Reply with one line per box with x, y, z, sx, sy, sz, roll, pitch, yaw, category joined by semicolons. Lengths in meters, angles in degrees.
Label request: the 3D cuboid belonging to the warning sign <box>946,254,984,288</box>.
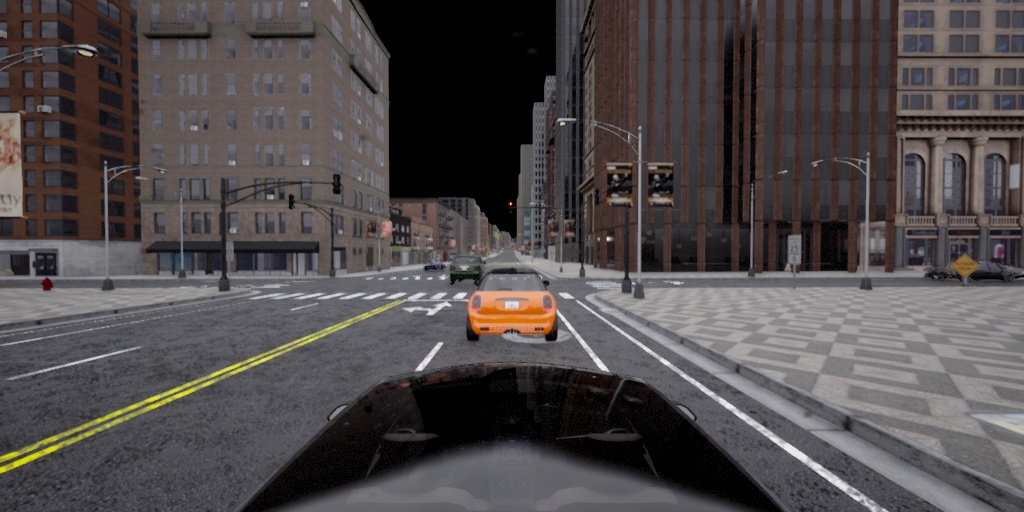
25.178;0.813;19.910;1.060;1.860;1.300;0;0;0;warning sign

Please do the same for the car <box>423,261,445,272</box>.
-9.846;1.337;45.485;1.895;1.301;4.718;0;0;0;car

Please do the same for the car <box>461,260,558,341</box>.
0.010;1.095;10.005;2.097;1.767;4.553;0;0;0;car

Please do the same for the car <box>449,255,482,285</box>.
-3.155;0.958;26.397;2.150;2.045;5.566;0;0;0;car

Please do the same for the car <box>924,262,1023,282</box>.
33.118;1.110;25.743;5.357;1.411;2.033;0;1;0;car
